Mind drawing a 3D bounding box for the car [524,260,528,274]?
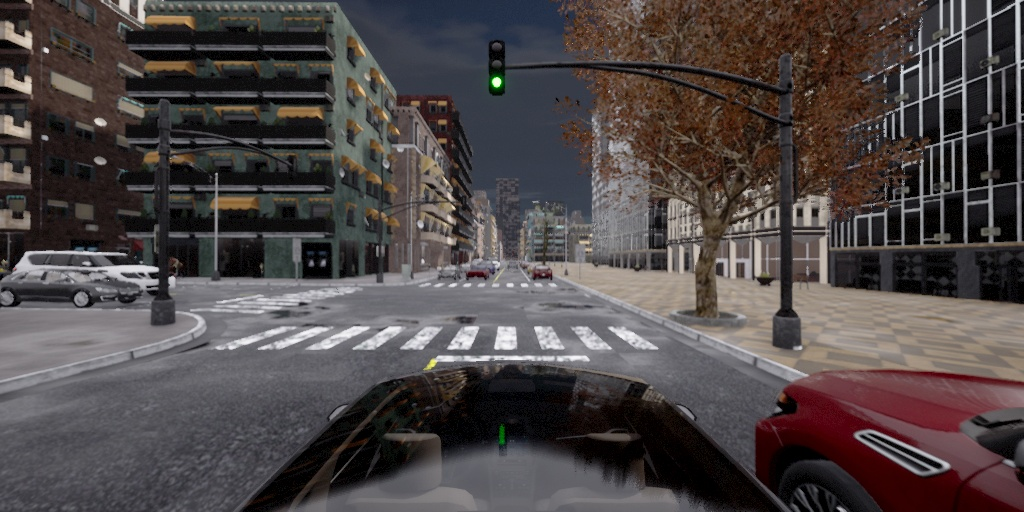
[{"bbox_3d":[2.713,1.512,43.989,1.751,1.417,4.829,0,0,0],"label":"car"}]

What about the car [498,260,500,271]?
[{"bbox_3d":[-3.062,1.285,56.148,2.150,2.045,5.566,0,0,0],"label":"car"}]

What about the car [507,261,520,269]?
[{"bbox_3d":[0.132,1.608,64.235,2.128,1.511,4.902,0,0,0],"label":"car"}]

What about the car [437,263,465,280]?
[{"bbox_3d":[-5.673,1.471,32.758,2.007,1.370,4.403,0,0,0],"label":"car"}]

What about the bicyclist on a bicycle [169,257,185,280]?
[{"bbox_3d":[-23.157,0.878,24.618,0.582,1.620,1.656,1,0,-1],"label":"bicyclist on a bicycle"}]

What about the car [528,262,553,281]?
[{"bbox_3d":[2.707,1.465,32.754,1.888,1.381,4.507,0,0,0],"label":"car"}]

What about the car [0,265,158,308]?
[{"bbox_3d":[-16.429,1.151,13.349,4.403,1.370,2.007,0,0,-1],"label":"car"}]

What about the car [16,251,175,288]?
[{"bbox_3d":[-18.419,0.811,15.925,5.566,2.045,2.150,1,0,-1],"label":"car"}]

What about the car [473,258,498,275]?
[{"bbox_3d":[-3.077,1.333,42.864,2.097,1.767,4.553,0,0,0],"label":"car"}]

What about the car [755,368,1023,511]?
[{"bbox_3d":[2.691,1.058,0.367,2.192,1.841,5.009,0,0,0],"label":"car"}]

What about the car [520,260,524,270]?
[{"bbox_3d":[2.721,1.674,60.416,1.802,1.307,4.207,0,0,0],"label":"car"}]

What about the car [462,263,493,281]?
[{"bbox_3d":[-3.086,1.521,32.794,1.895,1.301,4.718,0,0,0],"label":"car"}]

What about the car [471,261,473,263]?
[{"bbox_3d":[-5.668,1.538,43.824,2.007,1.370,4.403,0,0,0],"label":"car"}]
